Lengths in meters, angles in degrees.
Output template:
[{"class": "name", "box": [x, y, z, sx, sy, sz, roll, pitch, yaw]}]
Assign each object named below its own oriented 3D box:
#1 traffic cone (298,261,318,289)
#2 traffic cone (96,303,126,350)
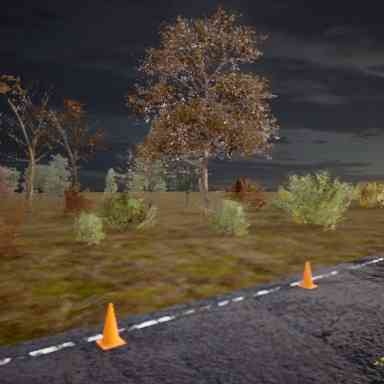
[{"class": "traffic cone", "box": [2.760, 1.949, 7.925, 0.340, 0.580, 0.340, 0, 0, -37]}, {"class": "traffic cone", "box": [-1.211, 1.960, 4.971, 0.340, 0.580, 0.340, 0, 0, -36]}]
